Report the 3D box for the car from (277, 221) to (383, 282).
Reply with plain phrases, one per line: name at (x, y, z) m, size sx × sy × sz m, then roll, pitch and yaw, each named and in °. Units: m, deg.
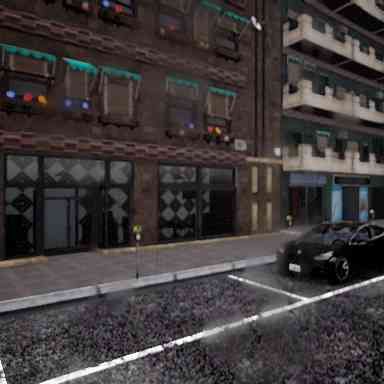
car at (4.378, 1.547, 9.698) m, size 4.313 × 1.339 × 1.947 m, roll 0°, pitch 0°, yaw -36°
